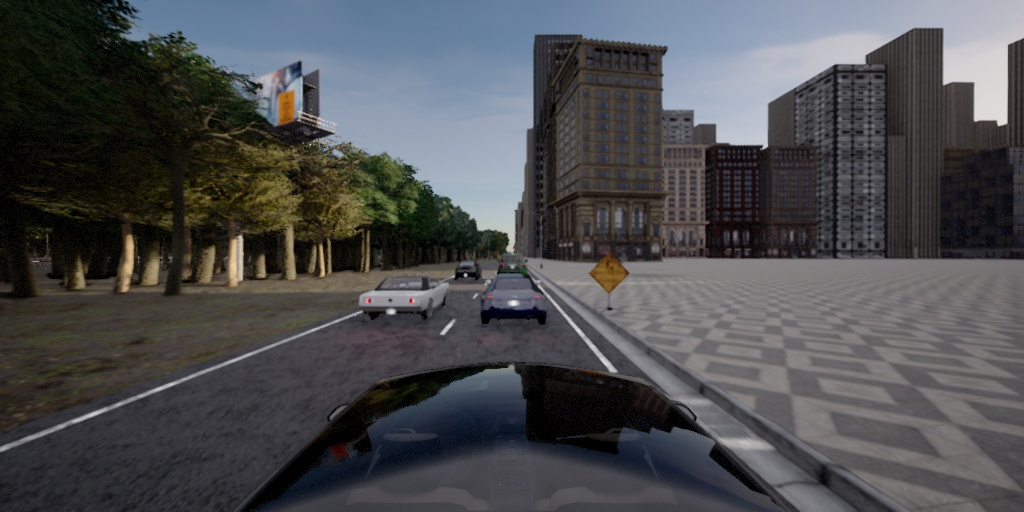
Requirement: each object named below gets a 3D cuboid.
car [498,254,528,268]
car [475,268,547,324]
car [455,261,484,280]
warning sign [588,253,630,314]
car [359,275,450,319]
[{"bbox_3d":[0.055,0.849,27.883,2.150,2.045,5.566,0,1,0],"label":"car"},{"bbox_3d":[0.054,1.265,11.843,1.994,1.385,4.181,0,0,0],"label":"car"},{"bbox_3d":[-3.438,1.126,29.027,1.837,1.490,4.892,0,1,0],"label":"car"},{"bbox_3d":[3.046,0.820,11.258,1.300,1.860,1.060,0,0,0],"label":"warning sign"},{"bbox_3d":[-3.442,1.300,12.482,1.895,1.301,4.718,0,0,0],"label":"car"}]
